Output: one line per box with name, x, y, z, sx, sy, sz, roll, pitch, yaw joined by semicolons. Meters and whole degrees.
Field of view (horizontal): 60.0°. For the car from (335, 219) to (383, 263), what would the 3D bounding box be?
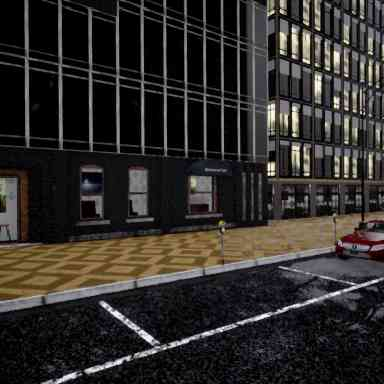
car;6.595;1.580;11.242;4.206;1.307;1.802;0;0;-35
